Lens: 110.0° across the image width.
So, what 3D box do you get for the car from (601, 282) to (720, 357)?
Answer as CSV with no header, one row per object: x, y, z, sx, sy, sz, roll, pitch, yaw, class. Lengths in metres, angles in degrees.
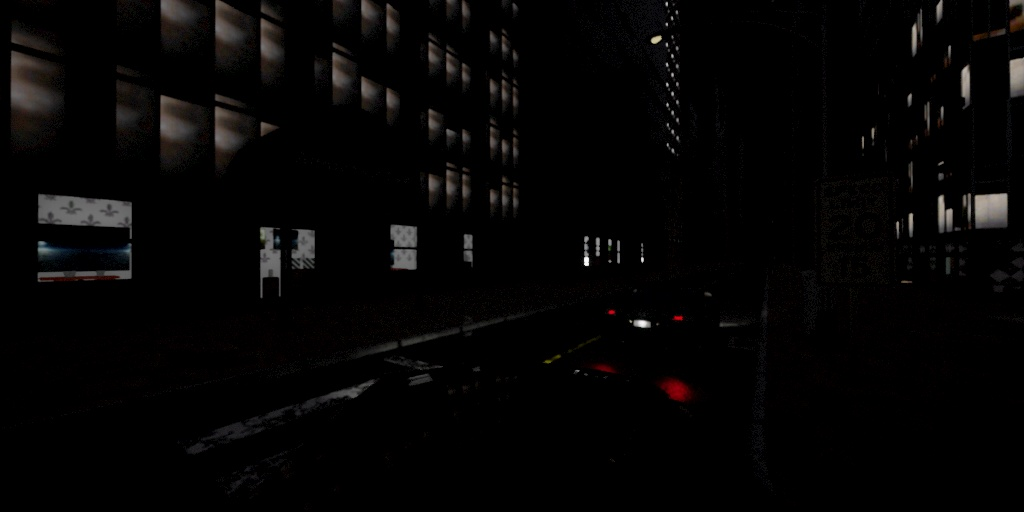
3.746,1.315,8.735,1.994,1.385,4.181,0,0,36,car
